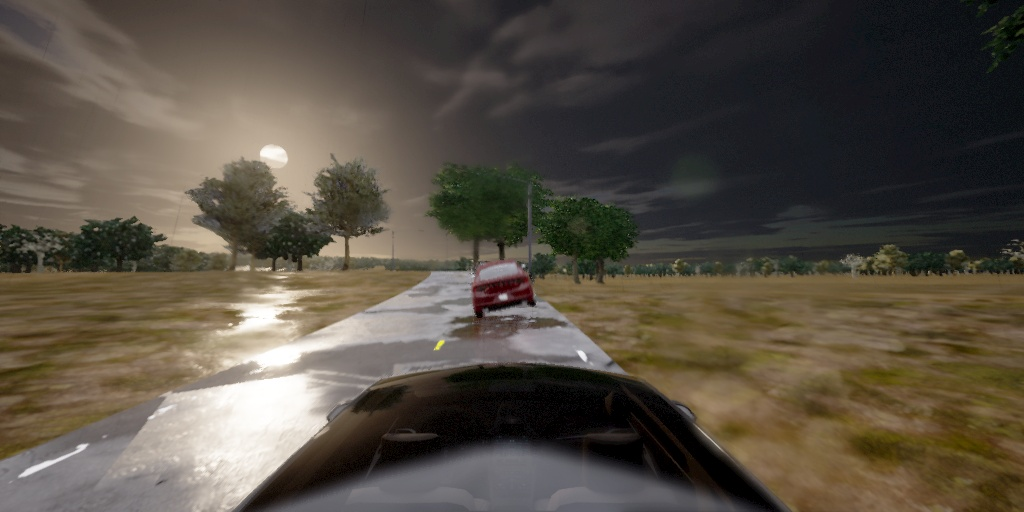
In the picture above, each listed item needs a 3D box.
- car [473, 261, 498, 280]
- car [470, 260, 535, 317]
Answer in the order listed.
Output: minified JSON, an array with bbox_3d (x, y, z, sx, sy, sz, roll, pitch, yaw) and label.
[{"bbox_3d":[-2.507,1.239,32.641,1.837,1.490,4.892,0,0,-9],"label":"car"},{"bbox_3d":[-0.412,0.915,12.744,1.882,1.535,5.008,-12,3,-3],"label":"car"}]
